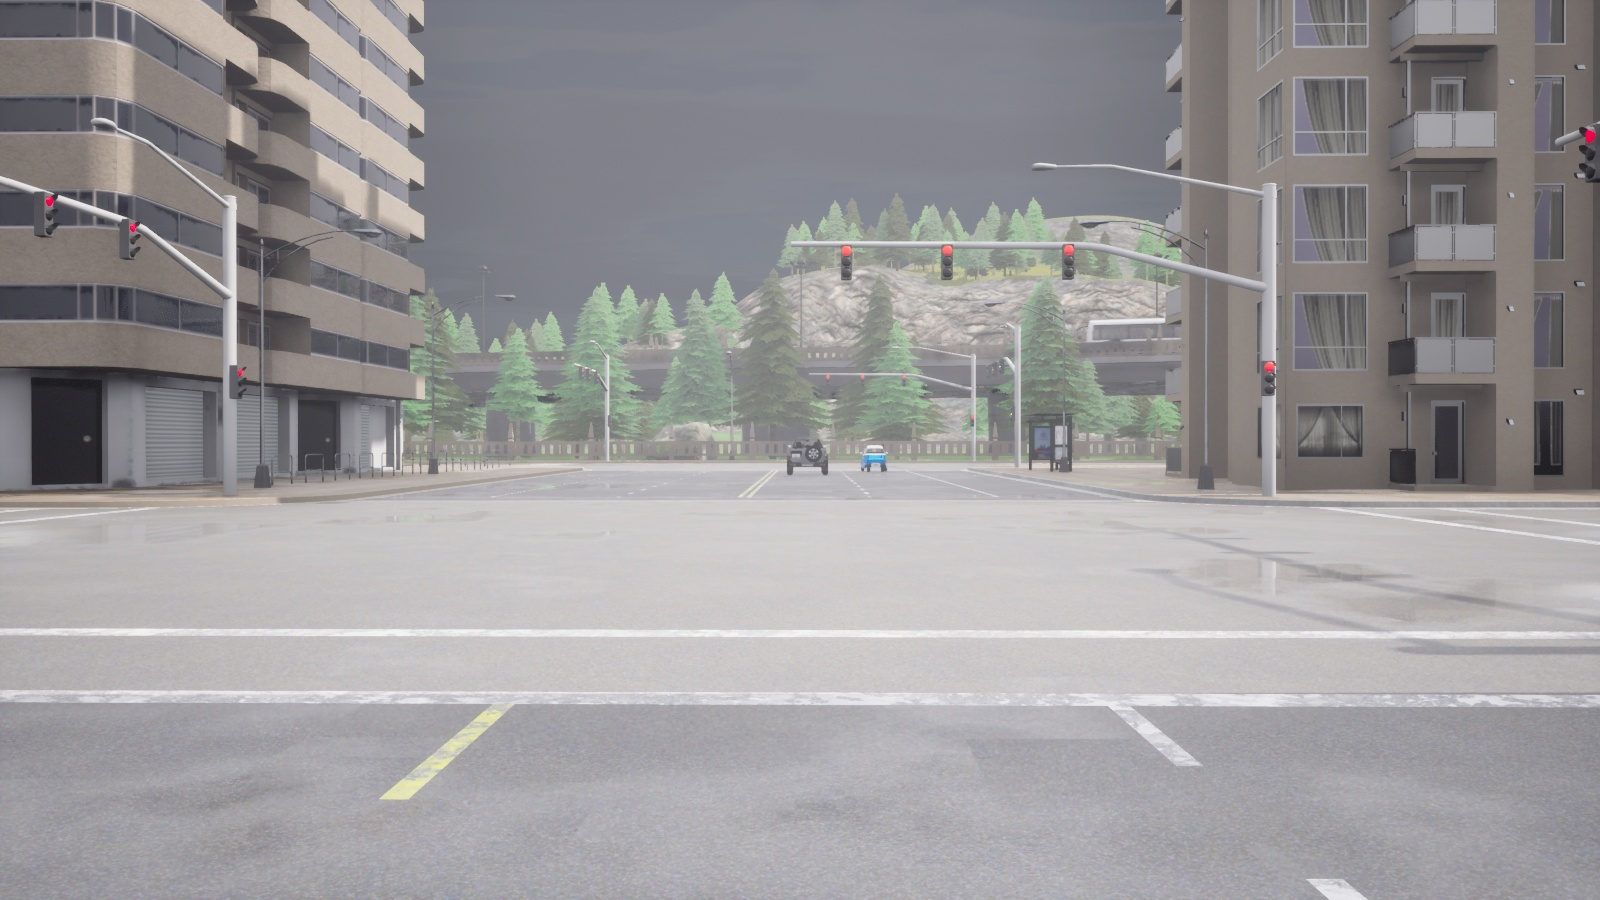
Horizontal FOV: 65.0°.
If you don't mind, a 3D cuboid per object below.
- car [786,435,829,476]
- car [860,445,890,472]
[{"bbox_3d":[0.350,0.229,59.258,1.932,1.855,4.605,0,0,0],"label":"car"},{"bbox_3d":[3.885,0.436,65.278,1.481,1.376,2.207,0,1,1],"label":"car"}]
